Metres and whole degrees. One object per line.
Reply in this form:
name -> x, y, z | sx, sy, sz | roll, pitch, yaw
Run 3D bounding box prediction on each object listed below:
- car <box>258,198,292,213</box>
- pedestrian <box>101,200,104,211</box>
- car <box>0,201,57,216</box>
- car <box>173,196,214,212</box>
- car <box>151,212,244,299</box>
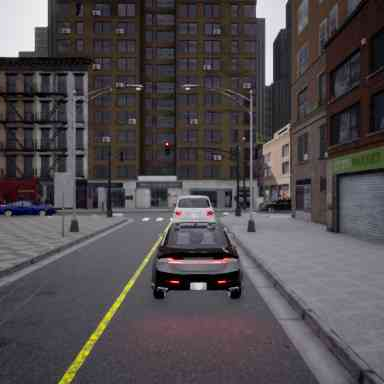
car -> 9.431, 1.400, 35.084 | 4.892, 1.490, 1.837 | 0, 0, -3
pedestrian -> -10.174, 1.496, 37.960 | 0.375, 1.300, 0.375 | 0, 0, -1
car -> -15.487, 1.576, 31.649 | 5.008, 1.535, 1.882 | 0, 0, -2
car -> 0.092, 1.214, 18.894 | 2.150, 2.045, 5.566 | 0, 0, 0
car -> 0.097, 1.490, 8.440 | 2.128, 1.511, 4.902 | 0, 0, 0
